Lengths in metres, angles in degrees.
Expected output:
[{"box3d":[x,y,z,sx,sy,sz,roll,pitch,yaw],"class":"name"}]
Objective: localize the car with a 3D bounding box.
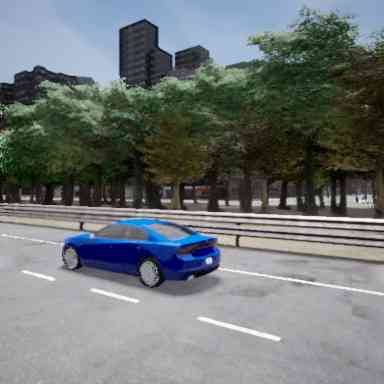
[{"box3d":[-1.614,1.495,9.321,5.008,1.535,1.882,0,0,36],"class":"car"}]
